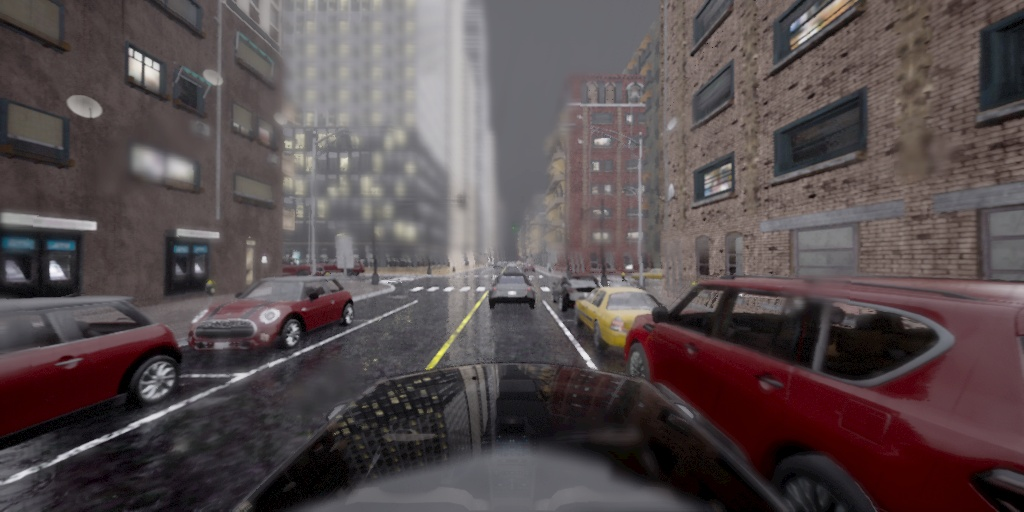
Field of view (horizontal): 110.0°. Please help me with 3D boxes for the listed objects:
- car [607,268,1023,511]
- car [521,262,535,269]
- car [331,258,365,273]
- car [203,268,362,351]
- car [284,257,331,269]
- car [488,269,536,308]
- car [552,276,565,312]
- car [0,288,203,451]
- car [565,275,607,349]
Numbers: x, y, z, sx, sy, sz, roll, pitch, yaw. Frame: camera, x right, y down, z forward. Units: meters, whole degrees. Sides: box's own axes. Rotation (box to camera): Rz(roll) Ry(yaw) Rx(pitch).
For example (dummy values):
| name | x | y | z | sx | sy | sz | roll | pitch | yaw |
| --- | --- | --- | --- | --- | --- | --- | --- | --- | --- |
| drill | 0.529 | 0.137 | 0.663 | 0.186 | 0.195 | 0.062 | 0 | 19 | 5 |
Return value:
| name | x | y | z | sx | sy | sz | roll | pitch | yaw |
| --- | --- | --- | --- | --- | --- | --- | --- | --- | --- |
| car | 2.690 | 1.080 | 3.362 | 2.192 | 1.841 | 5.009 | 0 | 0 | 0 |
| car | 2.749 | 1.860 | 56.748 | 1.802 | 1.307 | 4.207 | 0 | 0 | 0 |
| car | -17.705 | 1.106 | 36.775 | 5.009 | 1.841 | 2.192 | 0 | 0 | 0 |
| car | -5.689 | 1.258 | 9.044 | 1.967 | 1.591 | 4.097 | 0 | 0 | 0 |
| car | -17.572 | 1.008 | 28.396 | 5.009 | 1.841 | 2.192 | 0 | 0 | 0 |
| car | 0.001 | 1.450 | 16.191 | 1.994 | 1.385 | 4.181 | 0 | 0 | 0 |
| car | 2.692 | 1.438 | 14.727 | 1.948 | 1.339 | 4.313 | 0 | 0 | 0 |
| car | -5.691 | 1.205 | 3.362 | 1.967 | 1.591 | 4.097 | 0 | 0 | 0 |
| car | 2.691 | 1.344 | 9.214 | 1.751 | 1.417 | 4.829 | 0 | 0 | 0 |
